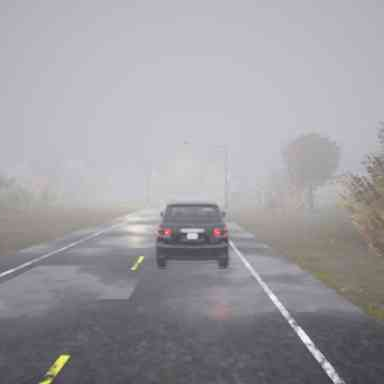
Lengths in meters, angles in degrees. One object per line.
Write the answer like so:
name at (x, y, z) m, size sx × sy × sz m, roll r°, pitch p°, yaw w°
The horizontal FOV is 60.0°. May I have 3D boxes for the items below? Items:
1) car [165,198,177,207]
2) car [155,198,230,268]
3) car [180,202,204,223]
car at (-3.548, 1.775, 57.073) m, size 1.837 × 1.490 × 4.892 m, roll 0°, pitch 0°, yaw 0°
car at (0.035, 1.274, 11.587) m, size 2.150 × 2.045 × 5.566 m, roll 0°, pitch 0°, yaw 1°
car at (0.054, 1.630, 27.692) m, size 1.837 × 1.490 × 4.892 m, roll 0°, pitch 0°, yaw 1°
